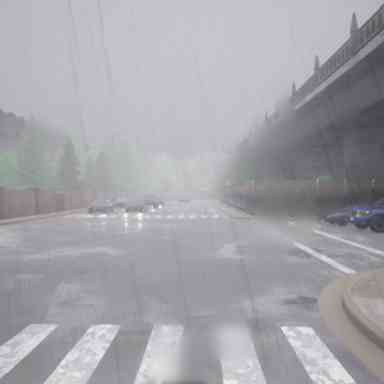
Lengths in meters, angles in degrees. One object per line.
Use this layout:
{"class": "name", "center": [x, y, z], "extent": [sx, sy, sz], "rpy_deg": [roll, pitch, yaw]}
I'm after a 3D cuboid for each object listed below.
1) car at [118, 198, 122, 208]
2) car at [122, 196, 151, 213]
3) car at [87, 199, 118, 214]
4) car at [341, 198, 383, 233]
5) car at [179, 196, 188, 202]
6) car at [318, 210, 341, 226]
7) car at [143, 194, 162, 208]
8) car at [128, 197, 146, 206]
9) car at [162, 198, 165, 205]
{"class": "car", "center": [-9.613, 1.507, 46.838], "extent": [1.882, 1.535, 5.008], "rpy_deg": [0, 0, 1]}
{"class": "car", "center": [-6.285, 1.529, 38.049], "extent": [1.837, 1.490, 4.892], "rpy_deg": [0, 0, 1]}
{"class": "car", "center": [-9.827, 1.529, 36.138], "extent": [1.837, 1.490, 4.892], "rpy_deg": [0, -1, 1]}
{"class": "car", "center": [12.119, 1.234, 19.411], "extent": [5.566, 2.045, 2.150], "rpy_deg": [0, 0, 1]}
{"class": "car", "center": [-1.935, 1.601, 76.276], "extent": [1.994, 1.385, 4.181], "rpy_deg": [0, 0, 4]}
{"class": "car", "center": [11.660, 1.562, 22.914], "extent": [5.357, 1.411, 2.033], "rpy_deg": [0, 0, 1]}
{"class": "car", "center": [-6.090, 1.252, 47.902], "extent": [2.150, 2.045, 5.566], "rpy_deg": [0, 0, 1]}
{"class": "car", "center": [-9.363, 1.584, 57.347], "extent": [2.033, 1.411, 5.357], "rpy_deg": [0, 0, 2]}
{"class": "car", "center": [-5.847, 1.600, 57.874], "extent": [1.994, 1.385, 4.181], "rpy_deg": [0, 0, 2]}
